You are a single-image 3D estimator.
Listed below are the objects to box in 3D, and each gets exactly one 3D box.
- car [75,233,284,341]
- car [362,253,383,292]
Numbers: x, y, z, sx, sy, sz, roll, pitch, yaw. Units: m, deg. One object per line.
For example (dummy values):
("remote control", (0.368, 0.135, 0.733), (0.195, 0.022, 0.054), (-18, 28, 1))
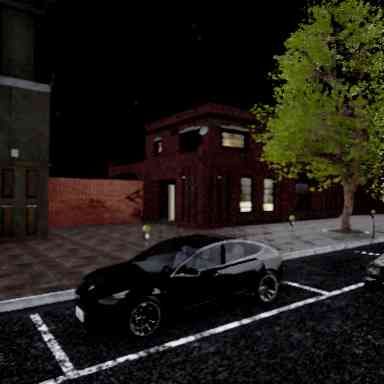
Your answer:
("car", (-0.007, 1.558, 6.547), (4.313, 1.339, 1.947), (0, 1, -36))
("car", (6.183, 1.526, 7.748), (5.357, 1.411, 2.033), (0, 0, -35))
